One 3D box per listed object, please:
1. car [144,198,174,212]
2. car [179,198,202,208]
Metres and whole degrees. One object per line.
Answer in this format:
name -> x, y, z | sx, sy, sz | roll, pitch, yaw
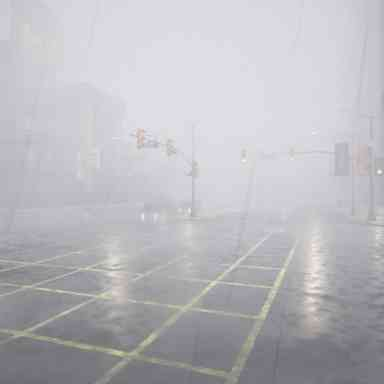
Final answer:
car -> -3.785, 1.478, 38.938 | 1.882, 1.535, 5.008 | 0, 0, 23
car -> -0.206, 1.601, 48.505 | 1.895, 1.301, 4.718 | 0, 0, 21
